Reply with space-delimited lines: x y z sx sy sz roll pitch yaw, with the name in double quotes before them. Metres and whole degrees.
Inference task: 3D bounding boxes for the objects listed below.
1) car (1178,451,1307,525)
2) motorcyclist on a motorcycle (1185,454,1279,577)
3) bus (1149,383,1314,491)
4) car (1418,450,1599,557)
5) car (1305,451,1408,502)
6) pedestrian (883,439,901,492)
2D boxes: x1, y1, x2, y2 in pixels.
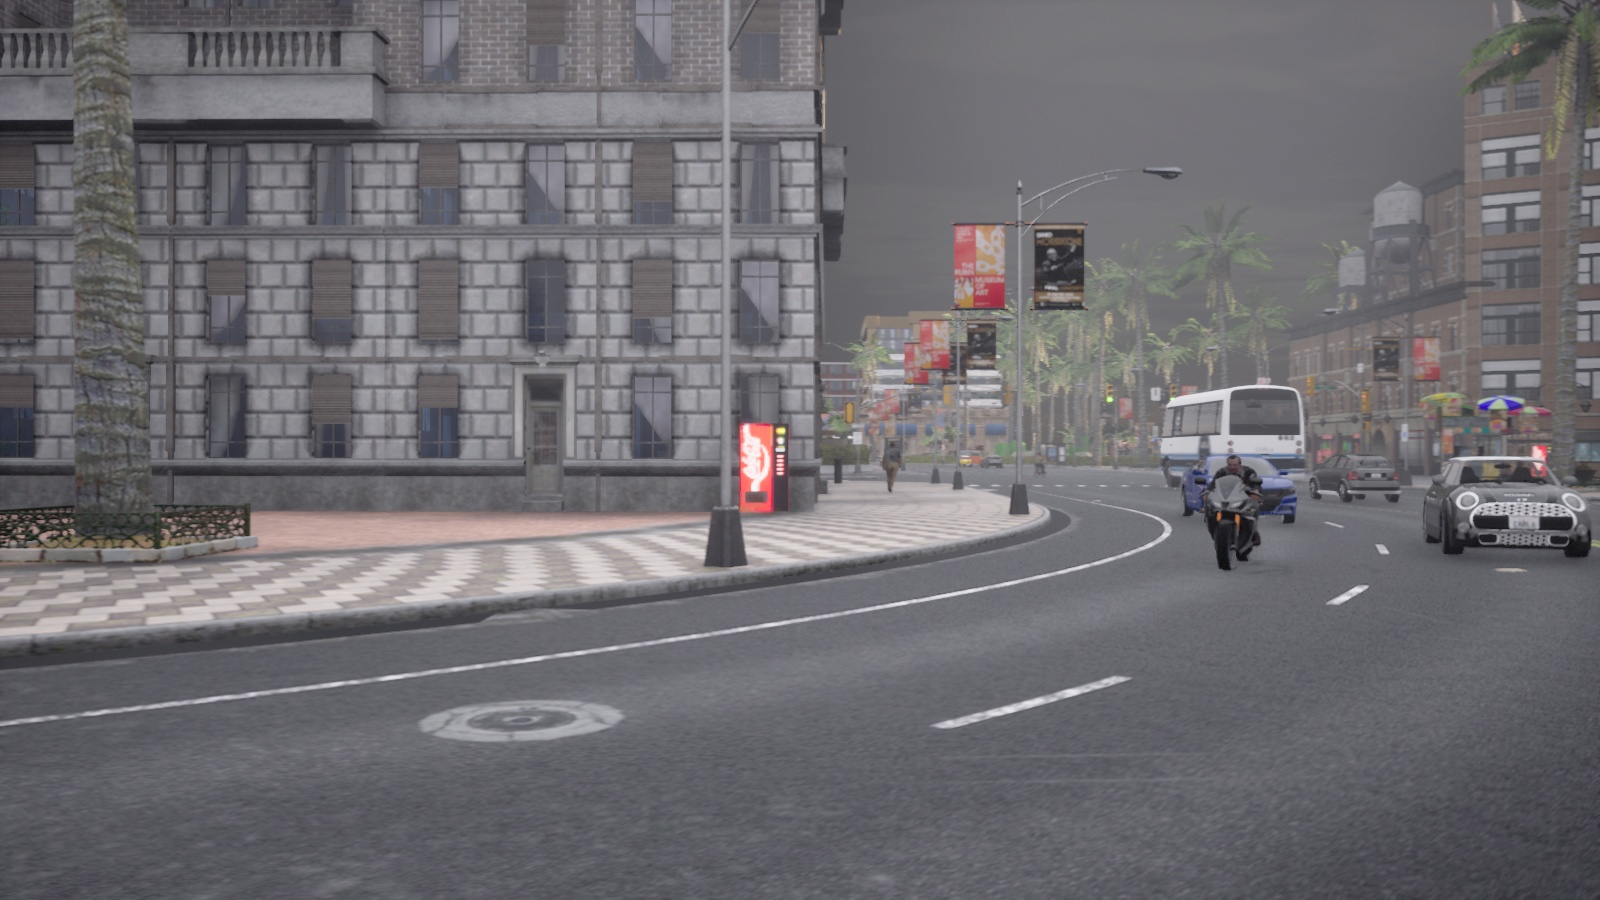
"car" 9.992 0.795 28.741 1.882 1.535 5.008 0 0 9
"motorcyclist on a motorcycle" 5.828 0.822 16.845 0.866 1.530 2.191 -1 0 27
"bus" 18.419 -0.493 54.606 3.944 4.253 10.273 0 0 2
"car" 10.871 0.747 19.433 1.970 1.475 3.806 0 0 21
"car" 17.920 0.817 40.627 1.789 1.549 3.705 0 0 2
"pedestrian" 3.217 0.546 43.877 0.540 1.848 0.694 0 0 9
